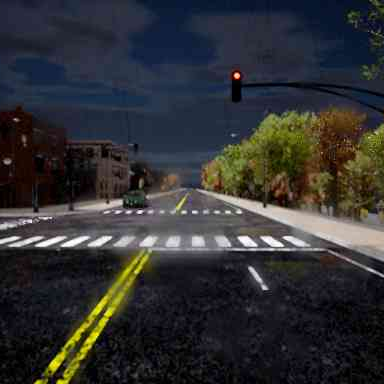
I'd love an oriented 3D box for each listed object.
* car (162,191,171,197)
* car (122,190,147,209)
[{"bbox_3d":[-6.513,0.458,85.124,1.882,1.535,5.008,0,1,0],"label":"car"},{"bbox_3d":[-6.456,0.876,38.158,2.150,2.045,5.566,0,2,0],"label":"car"}]
